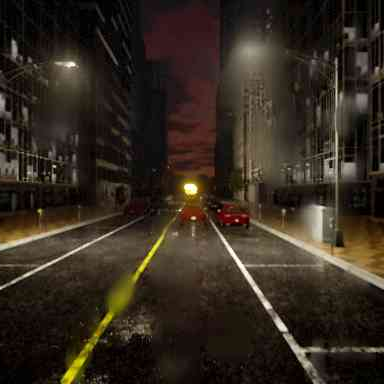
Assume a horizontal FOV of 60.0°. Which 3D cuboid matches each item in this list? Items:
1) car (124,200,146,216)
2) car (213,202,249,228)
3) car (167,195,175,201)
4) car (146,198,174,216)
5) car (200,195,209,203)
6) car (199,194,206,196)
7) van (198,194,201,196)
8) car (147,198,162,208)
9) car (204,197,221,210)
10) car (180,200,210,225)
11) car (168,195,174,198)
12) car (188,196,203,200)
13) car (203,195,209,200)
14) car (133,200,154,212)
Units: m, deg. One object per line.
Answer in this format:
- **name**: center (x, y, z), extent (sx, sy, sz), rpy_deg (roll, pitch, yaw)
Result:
- **car**: center (-5.682, 1.591, 33.602), extent (1.887, 1.381, 4.507), rpy_deg (0, 0, 0)
- **car**: center (2.696, 1.580, 22.210), extent (1.887, 1.381, 4.507), rpy_deg (0, 0, 0)
- **car**: center (-5.671, 1.609, 90.530), extent (2.008, 1.369, 4.403), rpy_deg (0, 0, 0)
- **car**: center (-2.996, 1.593, 33.092), extent (2.033, 1.411, 5.357), rpy_deg (0, 0, 0)
- **car**: center (2.707, 1.503, 73.440), extent (1.967, 1.590, 4.097), rpy_deg (0, 0, 0)
- **car**: center (2.704, 1.628, 62.055), extent (1.947, 1.339, 4.313), rpy_deg (0, 0, 0)
- **van**: center (2.706, 1.404, 67.749), extent (1.690, 1.788, 3.998), rpy_deg (0, 0, 0)
- **car**: center (-5.679, 1.602, 50.681), extent (1.887, 1.381, 4.507), rpy_deg (0, 0, 0)
- **car**: center (2.700, 1.616, 39.287), extent (1.947, 1.339, 4.313), rpy_deg (0, 0, 0)
- **car**: center (0.105, 1.563, 24.154), extent (1.812, 1.442, 4.674), rpy_deg (0, 0, 0)
- **car**: center (-5.672, 1.586, 84.666), extent (1.752, 1.417, 4.829), rpy_deg (0, 0, 0)
- **car**: center (0.108, 1.557, 41.771), extent (1.837, 1.490, 4.892), rpy_deg (0, 0, 0)
- **car**: center (2.702, 1.623, 50.671), extent (1.947, 1.339, 4.313), rpy_deg (0, 0, 0)
- **car**: center (-5.681, 1.632, 39.296), extent (1.802, 1.307, 4.206), rpy_deg (0, 0, 0)
